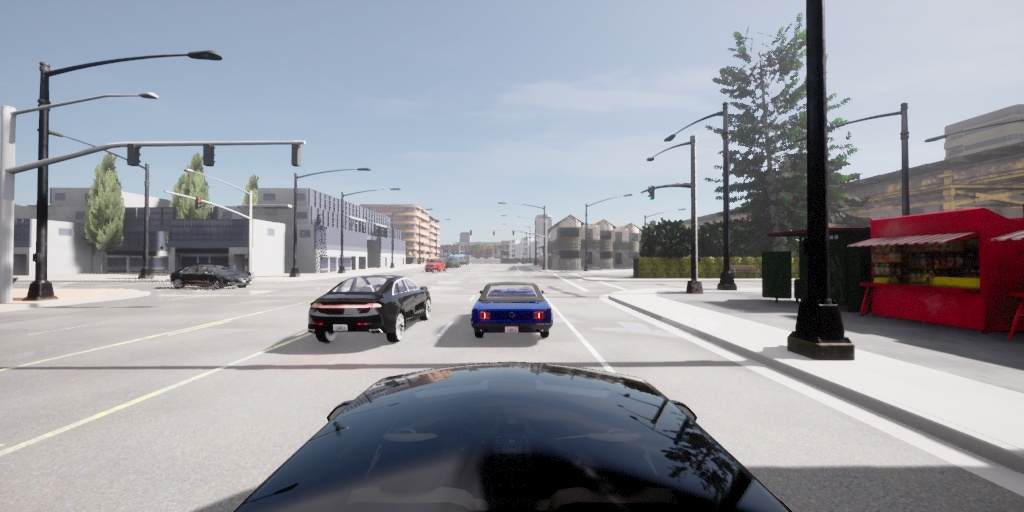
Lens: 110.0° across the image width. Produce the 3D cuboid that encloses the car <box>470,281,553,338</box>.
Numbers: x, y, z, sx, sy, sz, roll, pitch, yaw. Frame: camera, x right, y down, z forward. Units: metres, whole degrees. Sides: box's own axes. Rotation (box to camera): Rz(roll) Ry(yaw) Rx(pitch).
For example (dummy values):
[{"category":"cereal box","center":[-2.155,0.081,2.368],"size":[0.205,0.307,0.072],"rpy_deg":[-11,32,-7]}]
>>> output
[{"category":"car","center":[-0.011,1.365,10.219],"size":[1.895,1.301,4.718],"rpy_deg":[0,0,0]}]

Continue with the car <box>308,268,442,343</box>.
[{"category":"car","center":[-3.511,1.257,9.741],"size":[2.128,1.511,4.902],"rpy_deg":[0,0,0]}]

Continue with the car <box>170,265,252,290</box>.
[{"category":"car","center":[-19.174,1.349,22.919],"size":[4.892,1.490,1.837],"rpy_deg":[0,-1,10]}]

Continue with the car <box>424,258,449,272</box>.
[{"category":"car","center":[-11.096,1.373,52.039],"size":[2.150,2.045,5.566],"rpy_deg":[0,0,-1]}]
